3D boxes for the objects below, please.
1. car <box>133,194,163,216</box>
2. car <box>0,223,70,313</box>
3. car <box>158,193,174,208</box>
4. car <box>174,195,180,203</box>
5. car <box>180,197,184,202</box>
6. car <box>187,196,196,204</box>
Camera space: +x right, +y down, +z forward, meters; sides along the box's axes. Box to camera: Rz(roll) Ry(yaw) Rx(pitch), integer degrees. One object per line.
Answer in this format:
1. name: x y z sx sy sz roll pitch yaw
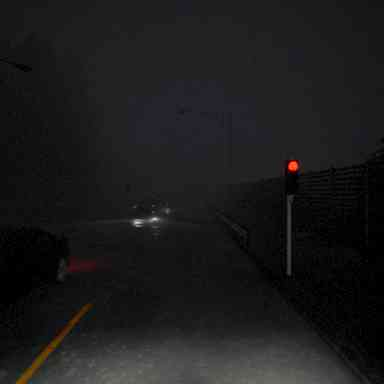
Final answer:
1. car: -4.271 1.352 31.847 2.097 1.767 4.553 0 0 1
2. car: -4.119 1.477 6.705 1.882 1.535 5.008 0 0 0
3. car: -4.225 1.215 48.026 2.150 2.045 5.566 0 1 1
4. car: -4.269 1.351 69.011 2.097 1.767 4.553 0 0 -7
5. car: -4.295 1.540 77.394 5.357 1.411 2.033 0 0 40
6. car: -0.167 1.505 66.237 1.837 1.490 4.892 0 0 -1
